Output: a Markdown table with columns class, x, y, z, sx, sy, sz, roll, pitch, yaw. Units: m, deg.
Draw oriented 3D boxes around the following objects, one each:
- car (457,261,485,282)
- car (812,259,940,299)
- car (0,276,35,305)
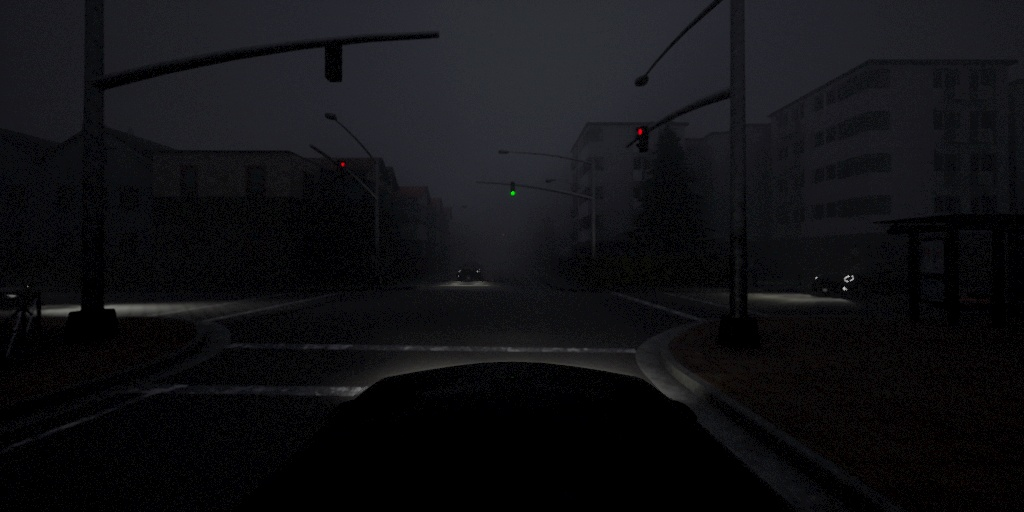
| class | x | y | z | sx | sy | sz | roll | pitch | yaw |
| --- | --- | --- | --- | --- | --- | --- | --- | --- | --- |
| car | -3.578 | 1.218 | 31.651 | 2.097 | 1.767 | 4.553 | 0 | -1 | 0 |
| car | 16.710 | 1.013 | 16.572 | 4.553 | 1.767 | 2.097 | 0 | 0 | 0 |
| car | -20.354 | 1.129 | 12.873 | 4.902 | 1.511 | 2.128 | 0 | 0 | 0 |
